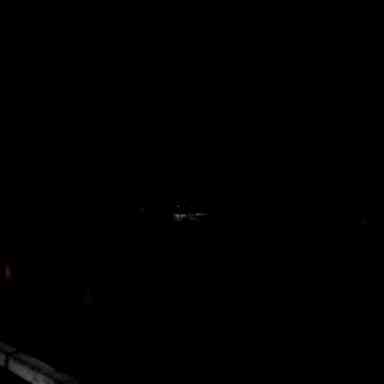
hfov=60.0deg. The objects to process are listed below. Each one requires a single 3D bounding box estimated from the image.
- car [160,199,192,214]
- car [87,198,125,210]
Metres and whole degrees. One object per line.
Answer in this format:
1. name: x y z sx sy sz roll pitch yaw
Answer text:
1. car: -1.812 1.482 36.149 1.882 1.535 5.008 0 -1 -30
2. car: -11.170 1.581 43.567 5.008 1.535 1.882 -1 0 -3
